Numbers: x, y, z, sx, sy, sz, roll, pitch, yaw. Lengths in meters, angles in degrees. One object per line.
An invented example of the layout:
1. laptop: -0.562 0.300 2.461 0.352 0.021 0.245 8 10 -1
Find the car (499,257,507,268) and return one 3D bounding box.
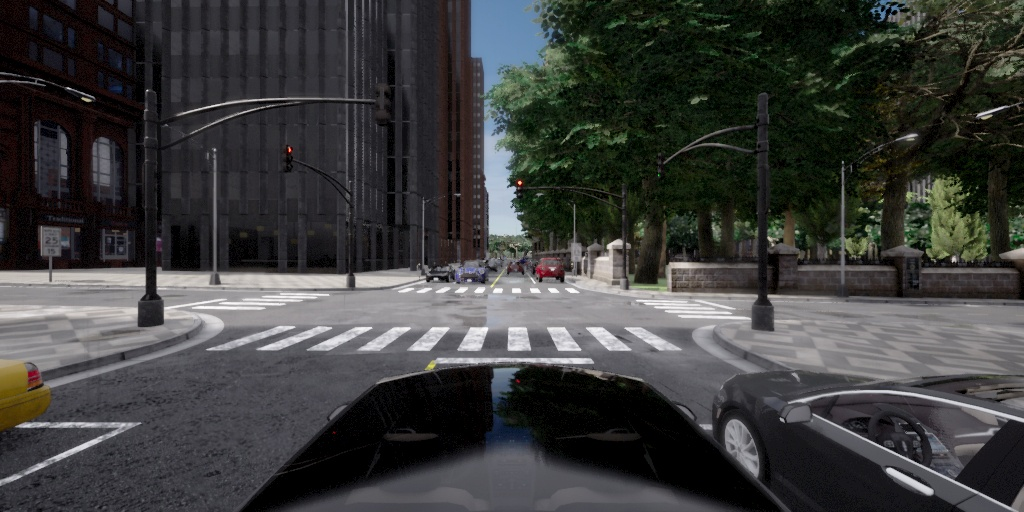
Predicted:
1. car: -2.516 1.327 63.161 2.128 1.511 4.902 0 0 0

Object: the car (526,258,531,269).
1. car: 3.101 1.329 44.776 2.007 1.370 4.403 0 0 0

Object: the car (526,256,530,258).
1. car: 3.188 1.230 55.689 1.967 1.591 4.097 0 0 0

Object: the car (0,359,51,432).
1. car: -5.766 1.275 1.632 1.751 1.417 4.829 0 0 0

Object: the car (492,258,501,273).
1. car: -2.758 1.283 44.780 1.837 1.490 4.892 0 0 1

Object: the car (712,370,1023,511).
1. car: 2.760 1.300 1.744 2.007 1.370 4.403 0 0 0

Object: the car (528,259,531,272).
1. car: 3.058 1.338 39.320 1.948 1.339 4.313 0 0 0

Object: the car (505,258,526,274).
1. car: 0.411 1.300 41.263 1.812 1.442 4.674 0 0 0

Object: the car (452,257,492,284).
1. car: -2.903 1.112 26.869 2.097 1.767 4.553 0 0 0

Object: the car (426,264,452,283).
1. car: -5.553 1.326 28.466 1.948 1.339 4.313 0 0 0

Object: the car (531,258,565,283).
1. car: 2.972 1.075 28.408 2.192 1.841 5.009 0 0 0
